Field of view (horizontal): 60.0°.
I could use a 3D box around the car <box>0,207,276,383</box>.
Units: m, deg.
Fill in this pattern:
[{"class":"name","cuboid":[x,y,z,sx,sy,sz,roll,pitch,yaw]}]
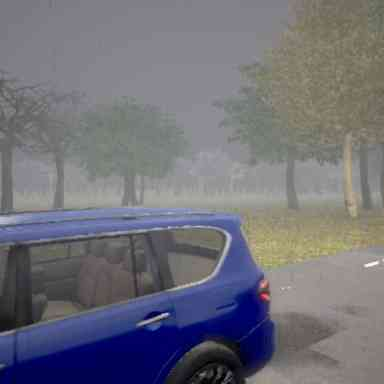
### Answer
[{"class":"car","cuboid":[-1.719,1.220,2.765,5.566,2.045,2.150,-1,0,-35]}]
